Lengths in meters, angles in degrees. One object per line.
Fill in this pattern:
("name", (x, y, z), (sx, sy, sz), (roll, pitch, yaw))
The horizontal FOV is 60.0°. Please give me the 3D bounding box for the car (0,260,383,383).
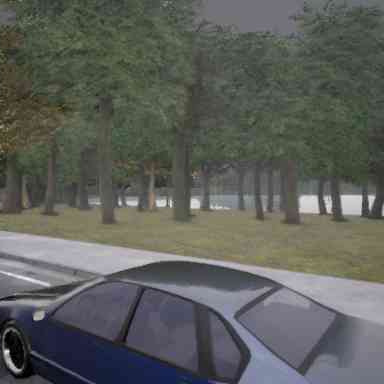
("car", (-0.281, 1.548, 3.763), (5.357, 1.411, 2.033), (0, 0, 36))
